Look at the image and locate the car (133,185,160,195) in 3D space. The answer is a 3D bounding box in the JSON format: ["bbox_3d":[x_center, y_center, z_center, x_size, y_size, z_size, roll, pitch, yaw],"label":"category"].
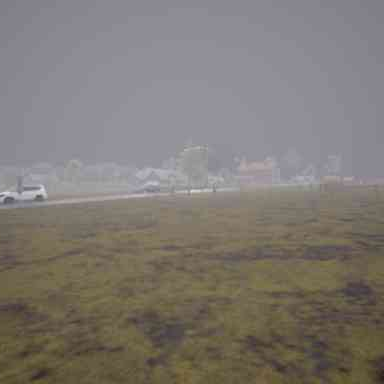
[{"bbox_3d":[-7.170,-0.395,52.942,1.837,1.490,4.892,1,3,37],"label":"car"}]

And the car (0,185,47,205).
[{"bbox_3d":[-18.994,0.282,36.926,2.150,2.045,5.566,1,4,36],"label":"car"}]
